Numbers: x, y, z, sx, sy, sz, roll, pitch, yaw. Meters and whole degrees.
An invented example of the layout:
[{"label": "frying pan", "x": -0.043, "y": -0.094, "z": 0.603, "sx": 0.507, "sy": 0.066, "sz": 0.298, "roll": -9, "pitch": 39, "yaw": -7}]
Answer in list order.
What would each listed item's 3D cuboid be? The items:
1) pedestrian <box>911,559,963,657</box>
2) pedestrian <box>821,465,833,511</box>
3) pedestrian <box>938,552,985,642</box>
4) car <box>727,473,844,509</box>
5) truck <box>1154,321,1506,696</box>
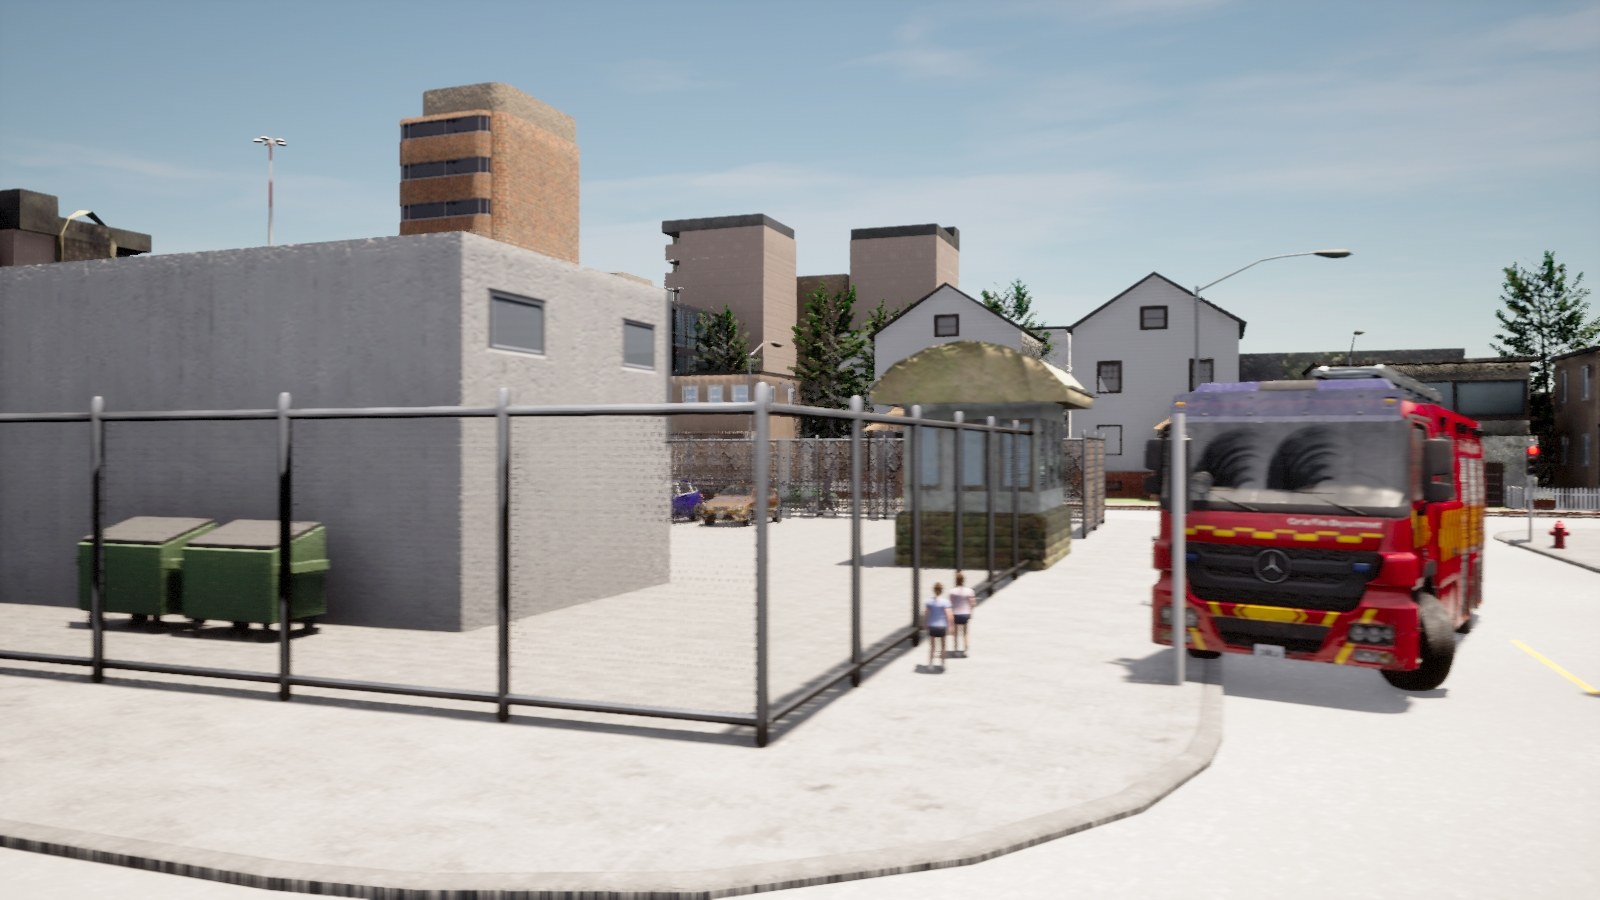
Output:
[{"label": "pedestrian", "x": 1.660, "y": 1.895, "z": 13.818, "sx": 0.500, "sy": 1.100, "sz": 0.500, "roll": 0, "pitch": 0, "yaw": 23}, {"label": "pedestrian", "x": 1.098, "y": 1.525, "z": 46.187, "sx": 0.375, "sy": 1.860, "sz": 0.375, "roll": 0, "pitch": 0, "yaw": 20}, {"label": "pedestrian", "x": 2.088, "y": 1.894, "z": 14.835, "sx": 0.500, "sy": 1.100, "sz": 0.500, "roll": 0, "pitch": 0, "yaw": -5}, {"label": "car", "x": -0.625, "y": 1.839, "z": 51.829, "sx": 4.892, "sy": 1.480, "sz": 2.231, "roll": 0, "pitch": 0, "yaw": 15}, {"label": "truck", "x": 7.811, "y": 0.673, "z": 15.958, "sx": 2.891, "sy": 3.827, "sz": 8.468, "roll": 1, "pitch": -1, "yaw": 36}]
